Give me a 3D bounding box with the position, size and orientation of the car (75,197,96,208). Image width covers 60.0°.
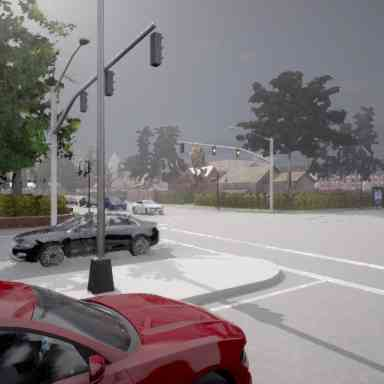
[{"bbox_3d":[-15.248,1.505,49.021,1.837,1.490,4.892,0,0,-36],"label":"car"}]

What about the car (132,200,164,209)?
[{"bbox_3d":[-4.647,1.526,34.364,1.812,1.442,4.674,0,0,-35],"label":"car"}]

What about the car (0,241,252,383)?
[{"bbox_3d":[-1.717,1.478,2.544,5.008,1.535,1.882,0,0,-35],"label":"car"}]

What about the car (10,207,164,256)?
[{"bbox_3d":[-3.427,1.491,11.396,4.902,1.511,2.128,0,0,-35],"label":"car"}]

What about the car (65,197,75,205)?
[{"bbox_3d":[-21.047,1.564,57.083,1.994,1.385,4.181,0,0,-34],"label":"car"}]

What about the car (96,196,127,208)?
[{"bbox_3d":[-9.855,1.352,41.567,2.097,1.767,4.553,0,0,-36],"label":"car"}]
